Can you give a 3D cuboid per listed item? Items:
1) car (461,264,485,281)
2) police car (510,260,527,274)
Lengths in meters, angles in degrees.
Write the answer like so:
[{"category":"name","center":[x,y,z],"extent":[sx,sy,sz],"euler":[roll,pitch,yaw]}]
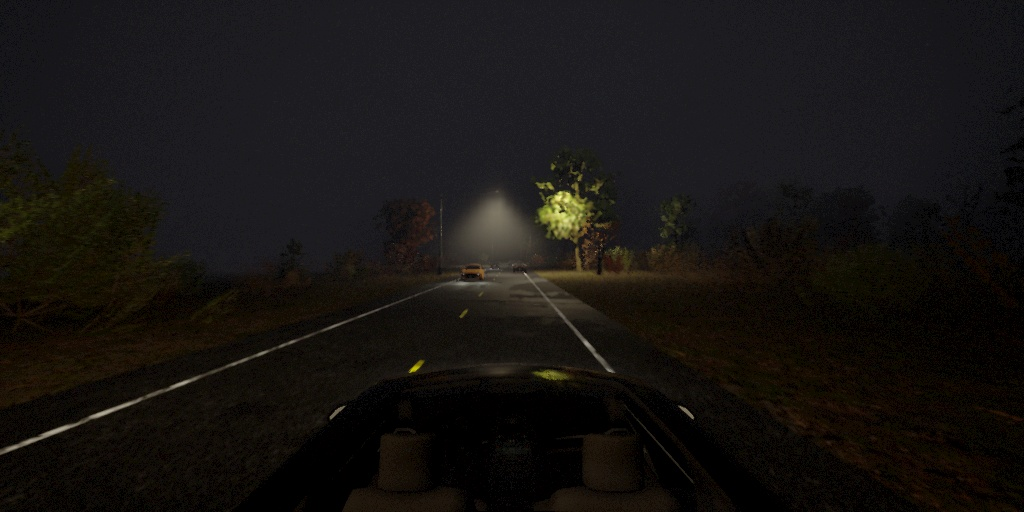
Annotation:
[{"category":"car","center":[-3.581,1.494,33.454],"extent":[1.882,1.535,5.008],"euler":[0,0,0]},{"category":"police car","center":[1.051,1.577,49.966],"extent":[1.930,1.638,5.238],"euler":[0,0,0]}]
